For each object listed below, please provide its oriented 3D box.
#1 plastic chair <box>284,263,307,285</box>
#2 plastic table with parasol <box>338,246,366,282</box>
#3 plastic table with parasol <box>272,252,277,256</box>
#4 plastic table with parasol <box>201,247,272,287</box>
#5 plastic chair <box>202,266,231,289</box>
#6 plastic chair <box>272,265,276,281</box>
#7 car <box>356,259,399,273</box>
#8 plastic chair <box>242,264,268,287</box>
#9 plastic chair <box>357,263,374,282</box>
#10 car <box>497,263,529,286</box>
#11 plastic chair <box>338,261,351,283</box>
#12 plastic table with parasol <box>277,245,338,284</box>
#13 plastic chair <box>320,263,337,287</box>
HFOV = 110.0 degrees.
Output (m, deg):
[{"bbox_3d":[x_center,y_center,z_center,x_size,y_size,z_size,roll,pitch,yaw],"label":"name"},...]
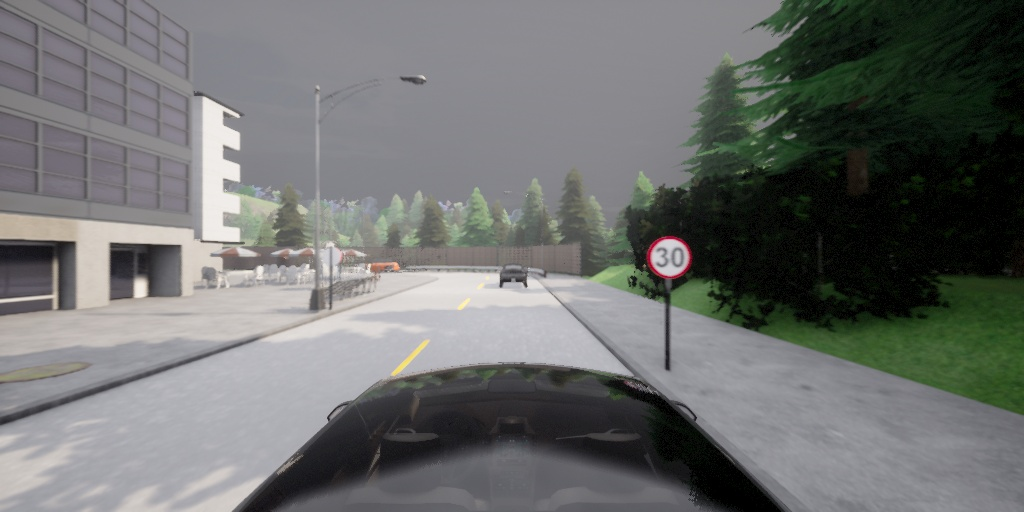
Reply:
[{"bbox_3d":[-14.247,1.272,23.640,0.750,1.272,0.730,0,0,0],"label":"plastic chair"},{"bbox_3d":[-13.367,0.666,29.780,2.482,2.480,2.482,0,0,0],"label":"plastic table with parasol"},{"bbox_3d":[-17.677,0.667,28.321,2.482,2.480,2.482,0,0,0],"label":"plastic table with parasol"},{"bbox_3d":[-17.147,0.669,22.280,2.482,2.480,2.482,0,0,0],"label":"plastic table with parasol"},{"bbox_3d":[-17.297,1.273,21.000,0.750,1.272,0.730,0,0,0],"label":"plastic chair"},{"bbox_3d":[-17.857,1.271,27.212,0.750,1.272,0.730,0,0,0],"label":"plastic chair"},{"bbox_3d":[-15.595,1.088,41.674,4.553,1.767,2.097,0,0,1],"label":"car"},{"bbox_3d":[-15.887,1.273,22.160,0.730,1.272,0.750,0,0,0],"label":"plastic chair"},{"bbox_3d":[-12.117,1.270,29.630,0.730,1.272,0.750,0,0,0],"label":"plastic chair"},{"bbox_3d":[0.076,1.248,24.805,1.837,1.490,4.892,0,0,0],"label":"car"},{"bbox_3d":[-13.527,1.271,28.470,0.750,1.272,0.730,0,0,0],"label":"plastic chair"},{"bbox_3d":[-14.087,0.668,24.920,2.482,2.480,2.482,0,0,0],"label":"plastic table with parasol"},{"bbox_3d":[-12.837,1.272,24.800,0.730,1.272,0.750,0,0,0],"label":"plastic chair"}]
